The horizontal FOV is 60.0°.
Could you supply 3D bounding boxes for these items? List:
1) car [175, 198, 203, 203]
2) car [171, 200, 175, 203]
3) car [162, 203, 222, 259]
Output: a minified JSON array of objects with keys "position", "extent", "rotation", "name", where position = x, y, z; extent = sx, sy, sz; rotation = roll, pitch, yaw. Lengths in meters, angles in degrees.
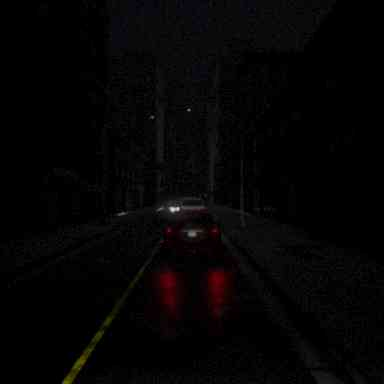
[{"position":[0.015,1.497,27.559],"extent":[2.150,2.045,5.566],"rotation":[0,0,0],"name":"car"},{"position":[-3.023,2.163,62.448],"extent":[2.128,1.511,4.902],"rotation":[0,-1,1],"name":"car"},{"position":[0.024,1.485,13.421],"extent":[2.097,1.767,4.553],"rotation":[0,-1,0],"name":"car"}]
